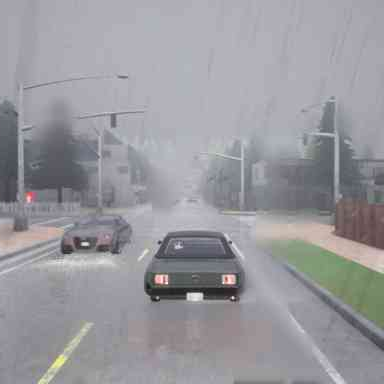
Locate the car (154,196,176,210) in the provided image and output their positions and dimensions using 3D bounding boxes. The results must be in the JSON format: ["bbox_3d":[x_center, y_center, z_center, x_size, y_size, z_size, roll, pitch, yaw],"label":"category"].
[{"bbox_3d":[-3.578,1.352,42.005,2.097,1.767,4.553,0,0,0],"label":"car"}]

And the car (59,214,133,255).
[{"bbox_3d":[-3.594,1.564,13.180,1.994,1.385,4.181,0,0,0],"label":"car"}]

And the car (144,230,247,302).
[{"bbox_3d":[0.072,1.601,8.219,1.895,1.301,4.718,0,0,0],"label":"car"}]

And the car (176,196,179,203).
[{"bbox_3d":[-3.565,1.526,54.234,1.812,1.442,4.674,0,0,0],"label":"car"}]

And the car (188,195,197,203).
[{"bbox_3d":[0.037,1.595,71.450,1.895,1.301,4.718,0,0,0],"label":"car"}]

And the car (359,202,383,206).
[{"bbox_3d":[15.313,1.582,29.278,4.718,1.301,1.895,0,0,-8],"label":"car"}]

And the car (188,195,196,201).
[{"bbox_3d":[0.039,1.478,81.486,1.882,1.535,5.008,0,0,0],"label":"car"}]
